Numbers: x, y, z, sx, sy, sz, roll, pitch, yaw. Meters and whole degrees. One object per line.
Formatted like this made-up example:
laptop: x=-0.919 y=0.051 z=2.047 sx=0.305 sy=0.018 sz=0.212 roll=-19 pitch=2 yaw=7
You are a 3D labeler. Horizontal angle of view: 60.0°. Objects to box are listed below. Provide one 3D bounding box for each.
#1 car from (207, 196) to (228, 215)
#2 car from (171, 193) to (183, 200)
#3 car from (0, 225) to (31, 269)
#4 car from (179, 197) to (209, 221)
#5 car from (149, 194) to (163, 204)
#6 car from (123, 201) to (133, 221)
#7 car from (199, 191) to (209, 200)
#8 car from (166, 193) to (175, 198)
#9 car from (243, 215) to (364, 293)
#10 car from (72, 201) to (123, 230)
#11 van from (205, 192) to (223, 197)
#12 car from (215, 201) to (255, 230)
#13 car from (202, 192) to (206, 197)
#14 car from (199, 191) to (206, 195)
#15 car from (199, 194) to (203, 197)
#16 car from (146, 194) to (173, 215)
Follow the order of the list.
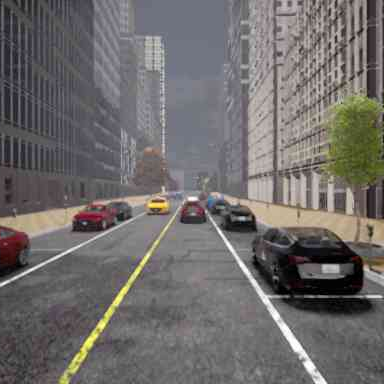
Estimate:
car: x=2.679 y=1.354 z=31.284 sx=1.947 sy=1.339 sz=4.313 roll=0 pitch=0 yaw=0
car: x=-3.031 y=0.907 z=72.518 sx=1.882 sy=1.535 sz=5.008 roll=0 pitch=0 yaw=0
car: x=-5.692 y=1.525 z=8.520 sx=1.802 sy=1.307 sz=4.206 roll=0 pitch=0 yaw=0
car: x=0.090 y=1.357 z=25.235 sx=1.812 sy=1.442 sz=4.674 roll=0 pitch=0 yaw=0
car: x=-5.711 y=1.147 z=53.889 sx=1.752 sy=1.417 sz=4.829 roll=0 pitch=0 yaw=0
car: x=-5.699 y=1.394 z=25.597 sx=1.947 sy=1.339 sz=4.313 roll=0 pitch=0 yaw=0
car: x=2.661 y=0.759 z=76.819 sx=2.192 sy=1.841 sz=5.009 roll=0 pitch=0 yaw=0
car: x=-5.726 y=0.917 z=88.214 sx=1.947 sy=1.339 sz=4.313 roll=0 pitch=0 yaw=0
car: x=2.689 y=1.509 z=8.516 sx=1.947 sy=1.339 sz=4.313 roll=0 pitch=0 yaw=0
car: x=-5.697 y=1.412 z=19.904 sx=1.887 sy=1.381 sz=4.507 roll=0 pitch=0 yaw=0
van: x=2.677 y=1.089 z=36.976 sx=1.690 sy=1.788 sz=3.998 roll=0 pitch=0 yaw=0
car: x=2.684 y=1.433 z=19.900 sx=1.947 sy=1.339 sz=4.313 roll=0 pitch=0 yaw=0
car: x=2.675 y=1.147 z=42.668 sx=1.967 sy=1.590 sz=4.097 roll=0 pitch=0 yaw=0
car: x=2.666 y=0.848 z=65.435 sx=2.192 sy=1.841 sz=5.009 roll=0 pitch=0 yaw=0
car: x=0.082 y=1.313 z=41.954 sx=1.895 sy=1.301 sz=4.718 roll=0 pitch=0 yaw=0
car: x=-3.111 y=1.266 z=31.229 sx=1.882 sy=1.535 sz=5.008 roll=0 pitch=0 yaw=0
